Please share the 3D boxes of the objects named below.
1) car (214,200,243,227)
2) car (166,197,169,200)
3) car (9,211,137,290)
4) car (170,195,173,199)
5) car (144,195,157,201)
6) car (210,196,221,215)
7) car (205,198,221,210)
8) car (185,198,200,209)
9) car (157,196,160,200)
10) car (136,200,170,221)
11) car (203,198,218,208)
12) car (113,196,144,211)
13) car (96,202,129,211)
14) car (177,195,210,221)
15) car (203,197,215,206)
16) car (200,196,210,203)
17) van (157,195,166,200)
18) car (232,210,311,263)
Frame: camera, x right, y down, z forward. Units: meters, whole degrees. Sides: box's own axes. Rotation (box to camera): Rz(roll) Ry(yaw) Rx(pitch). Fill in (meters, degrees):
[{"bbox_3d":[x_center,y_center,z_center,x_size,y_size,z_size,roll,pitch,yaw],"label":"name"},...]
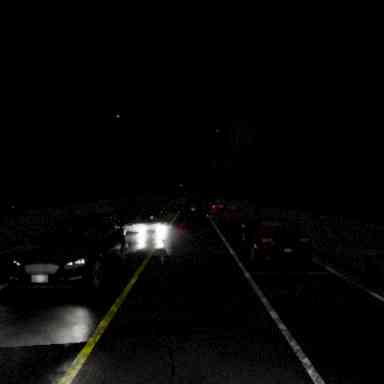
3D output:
[{"bbox_3d":[2.767,1.540,22.847,1.752,1.417,4.829,0,0,0],"label":"car"},{"bbox_3d":[-5.747,1.499,60.671,1.967,1.590,4.097,0,0,0],"label":"car"},{"bbox_3d":[-3.080,1.497,9.198,2.128,1.511,4.902,0,0,0],"label":"car"},{"bbox_3d":[-5.743,1.653,71.524,1.802,1.307,4.206,0,0,0],"label":"car"},{"bbox_3d":[-5.754,1.346,38.967,2.192,1.841,5.009,0,0,0],"label":"car"},{"bbox_3d":[2.770,1.465,33.527,1.967,1.590,4.097,0,0,0],"label":"car"},{"bbox_3d":[2.772,1.583,44.377,1.887,1.381,4.507,0,0,0],"label":"car"},{"bbox_3d":[0.110,1.604,45.669,1.994,1.385,4.181,0,0,0],"label":"car"},{"bbox_3d":[-5.752,1.583,44.392,1.887,1.381,4.507,0,0,0],"label":"car"},{"bbox_3d":[-3.003,1.620,27.237,1.895,1.301,4.718,0,0,0],"label":"car"},{"bbox_3d":[2.775,1.596,49.802,2.008,1.369,4.403,0,0,0],"label":"car"},{"bbox_3d":[-5.757,1.335,28.115,2.192,1.841,5.009,0,0,0],"label":"car"},{"bbox_3d":[-5.758,1.596,22.689,1.802,1.307,4.206,0,0,0],"label":"car"},{"bbox_3d":[0.094,1.370,27.427,2.097,1.767,4.553,0,0,0],"label":"car"},{"bbox_3d":[2.777,1.578,55.397,1.752,1.417,4.829,0,0,0],"label":"car"},{"bbox_3d":[2.782,1.636,71.503,1.947,1.339,4.313,0,0,0],"label":"car"},{"bbox_3d":[-5.749,1.394,55.245,1.690,1.788,3.998,0,0,0],"label":"van"},{"bbox_3d":[2.764,1.551,11.827,1.887,1.381,4.507,0,0,0],"label":"car"}]
